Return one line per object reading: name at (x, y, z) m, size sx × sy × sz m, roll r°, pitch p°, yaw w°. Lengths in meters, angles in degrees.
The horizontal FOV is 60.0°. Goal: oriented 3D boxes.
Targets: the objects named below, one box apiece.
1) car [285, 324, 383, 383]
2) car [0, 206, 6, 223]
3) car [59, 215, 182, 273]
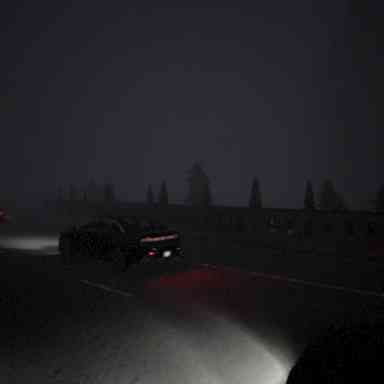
car at (3.214, 1.564, 1.742) m, size 5.357 × 1.411 × 2.033 m, roll 0°, pitch 0°, yaw 35°
car at (-14.914, 1.500, 24.339) m, size 2.033 × 1.411 × 5.357 m, roll 0°, pitch 0°, yaw -36°
car at (-2.500, 1.489, 10.793) m, size 4.902 × 1.511 × 2.128 m, roll 0°, pitch 0°, yaw 41°
